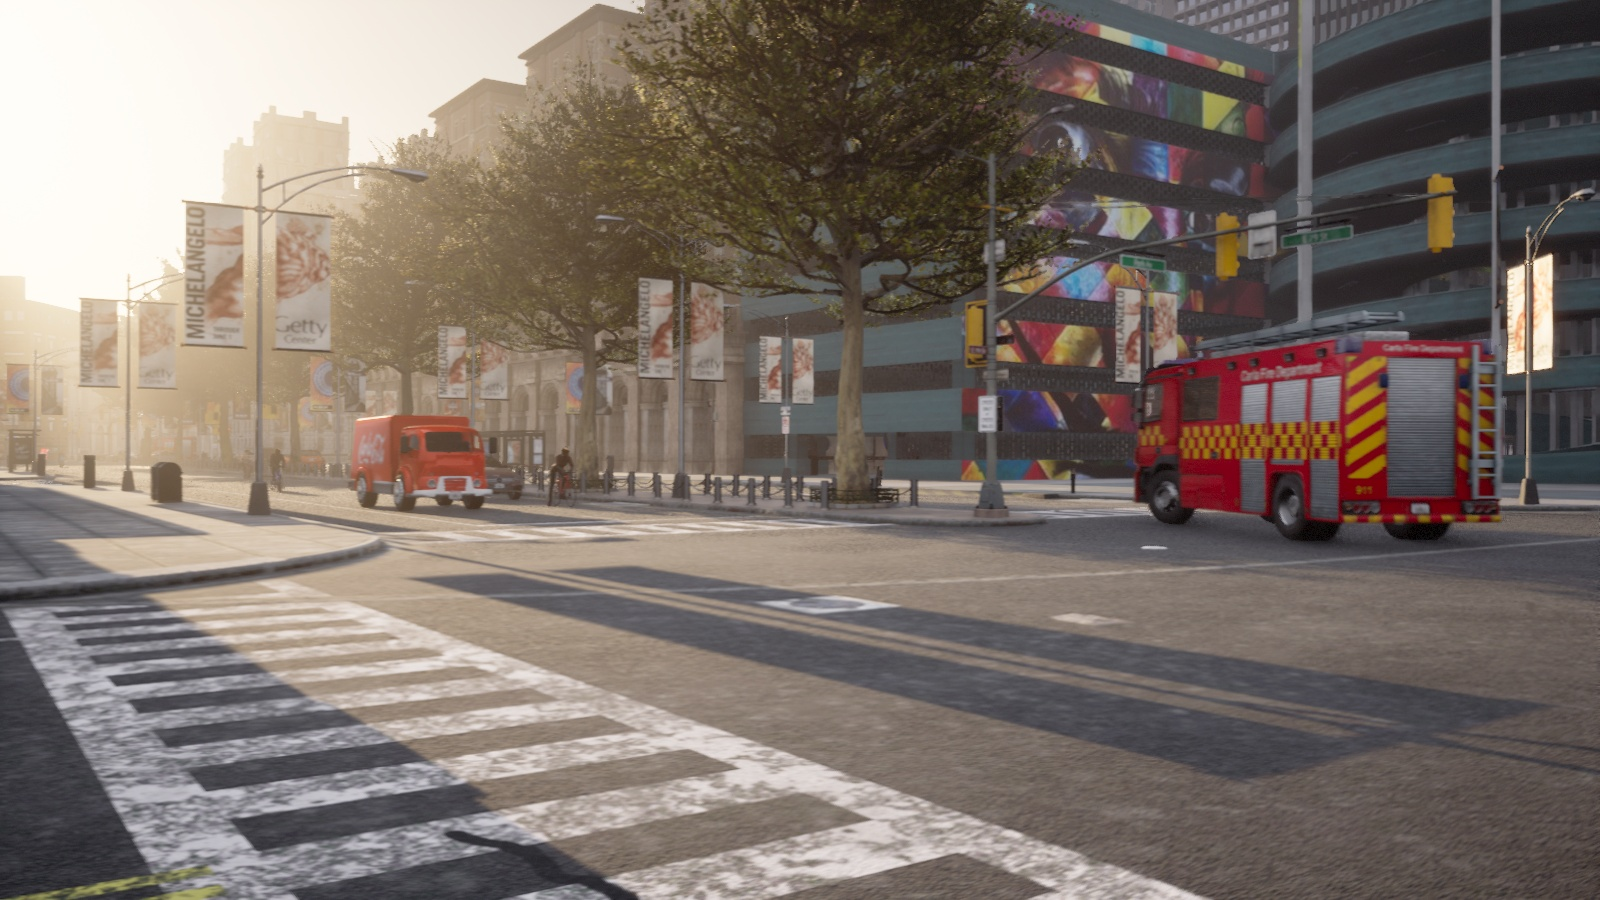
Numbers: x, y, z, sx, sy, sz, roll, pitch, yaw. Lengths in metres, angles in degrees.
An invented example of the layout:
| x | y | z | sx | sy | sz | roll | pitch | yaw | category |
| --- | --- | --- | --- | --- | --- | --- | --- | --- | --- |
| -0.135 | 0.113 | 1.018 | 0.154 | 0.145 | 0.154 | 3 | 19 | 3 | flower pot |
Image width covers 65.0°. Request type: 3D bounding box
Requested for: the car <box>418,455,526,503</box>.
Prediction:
| x | y | z | sx | sy | sz | roll | pitch | yaw | category |
| --- | --- | --- | --- | --- | --- | --- | --- | --- | --- |
| -10.559 | 0.888 | 40.182 | 1.812 | 1.442 | 4.674 | 0 | 0 | -35 | car |

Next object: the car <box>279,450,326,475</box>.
| x | y | z | sx | sy | sz | roll | pitch | yaw | category |
| --- | --- | --- | --- | --- | --- | --- | --- | --- | --- |
| -35.517 | 0.893 | 89.656 | 2.097 | 1.767 | 4.553 | 0 | 0 | -35 | car |

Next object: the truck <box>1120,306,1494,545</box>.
| x | y | z | sx | sy | sz | roll | pitch | yaw | category |
| --- | --- | --- | --- | --- | --- | --- | --- | --- | --- |
| 9.304 | -0.384 | 24.521 | 2.891 | 3.827 | 8.468 | 0 | 0 | -8 | truck |

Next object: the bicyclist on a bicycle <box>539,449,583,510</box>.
| x | y | z | sx | sy | sz | roll | pitch | yaw | category |
| --- | --- | --- | --- | --- | --- | --- | --- | --- | --- |
| -6.601 | 0.793 | 34.628 | 0.582 | 1.620 | 1.656 | 0 | 0 | -35 | bicyclist on a bicycle |

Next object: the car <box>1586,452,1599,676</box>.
| x | y | z | sx | sy | sz | roll | pitch | yaw | category |
| --- | --- | --- | --- | --- | --- | --- | --- | --- | --- |
| 7.328 | 0.762 | 8.759 | 3.633 | 1.501 | 1.845 | 0 | 0 | -35 | car |

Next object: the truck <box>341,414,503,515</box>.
| x | y | z | sx | sy | sz | roll | pitch | yaw | category |
| --- | --- | --- | --- | --- | --- | --- | --- | --- | --- |
| -10.195 | 0.360 | 33.572 | 2.627 | 2.467 | 5.204 | 0 | 0 | -35 | truck |

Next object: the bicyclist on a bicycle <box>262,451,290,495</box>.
| x | y | z | sx | sy | sz | roll | pitch | yaw | category |
| --- | --- | --- | --- | --- | --- | --- | --- | --- | --- |
| -19.530 | 0.851 | 46.786 | 0.582 | 1.620 | 1.656 | 0 | 0 | -36 | bicyclist on a bicycle |
